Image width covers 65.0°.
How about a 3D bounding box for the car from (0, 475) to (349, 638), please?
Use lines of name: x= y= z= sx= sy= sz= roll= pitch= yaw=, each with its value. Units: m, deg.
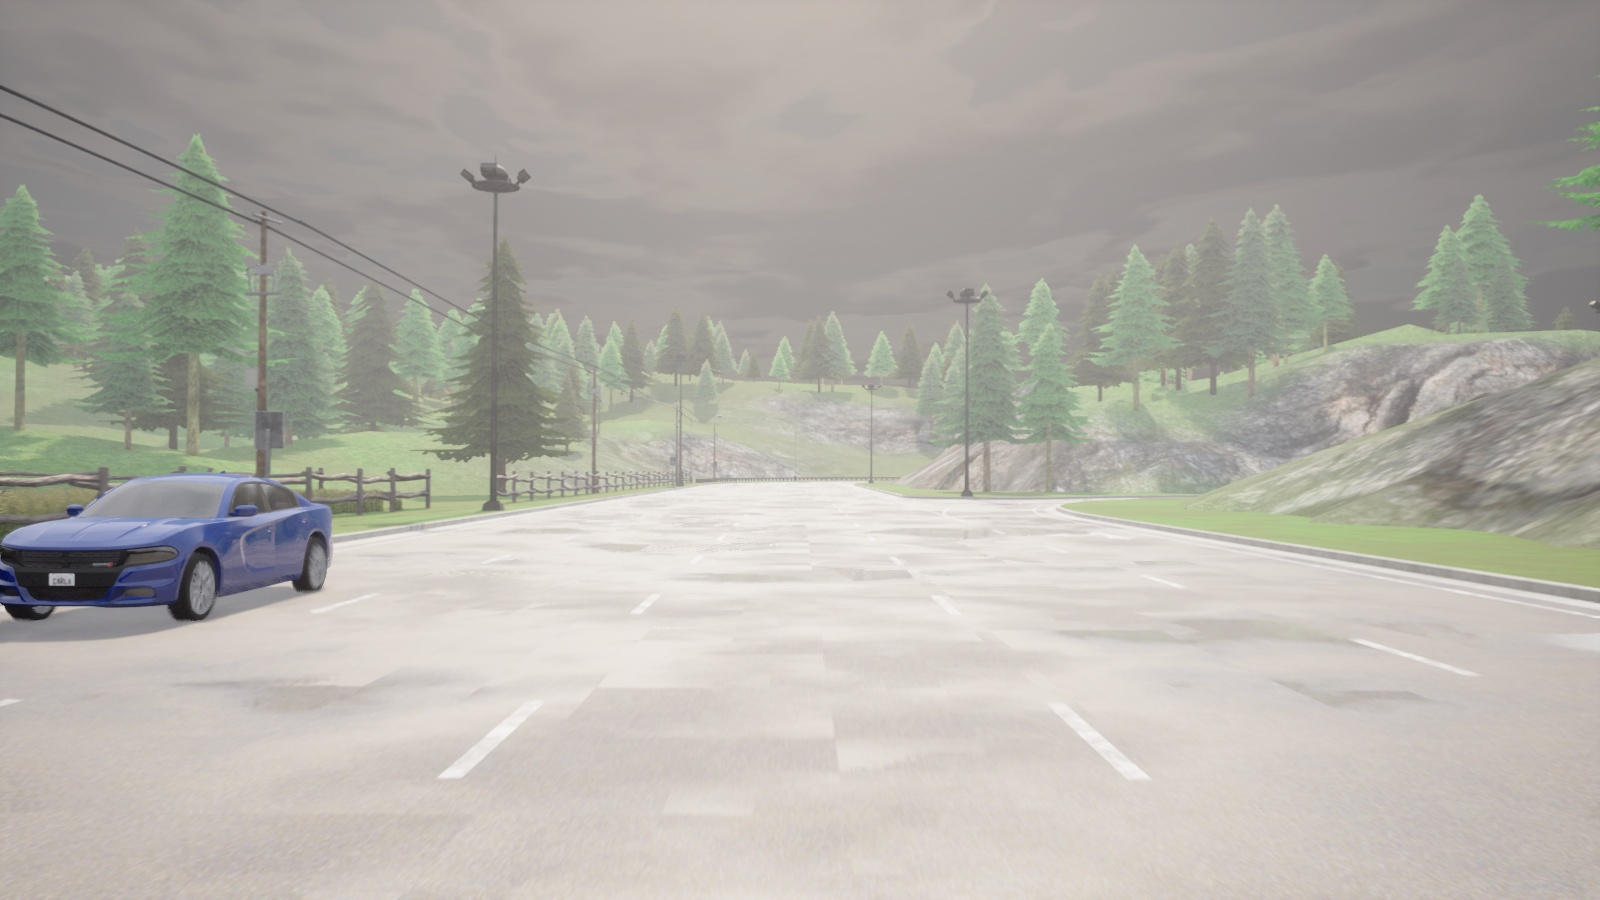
car: x=-7.034 y=1.062 z=14.470 sx=1.882 sy=1.535 sz=5.008 roll=0 pitch=-1 yaw=0
